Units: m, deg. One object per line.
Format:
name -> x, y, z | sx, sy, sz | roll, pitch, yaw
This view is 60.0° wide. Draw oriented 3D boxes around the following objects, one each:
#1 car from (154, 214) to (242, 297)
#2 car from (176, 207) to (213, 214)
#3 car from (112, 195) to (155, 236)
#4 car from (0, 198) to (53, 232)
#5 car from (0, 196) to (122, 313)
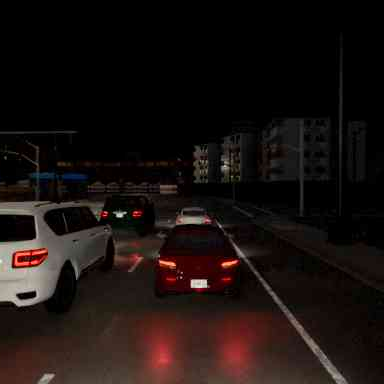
car -> 0.120, 1.521, 8.431 | 1.812, 1.442, 4.674 | 0, 0, 0
car -> 0.115, 1.490, 17.518 | 1.812, 1.442, 4.674 | 0, 0, 1
car -> -3.352, 1.179, 18.147 | 2.150, 2.045, 5.566 | 0, 0, 0
car -> -10.459, 1.293, 20.260 | 2.097, 1.767, 4.553 | 0, 0, 0
car -> -3.383, 1.218, 7.788 | 2.150, 2.045, 5.566 | 0, 0, 0
